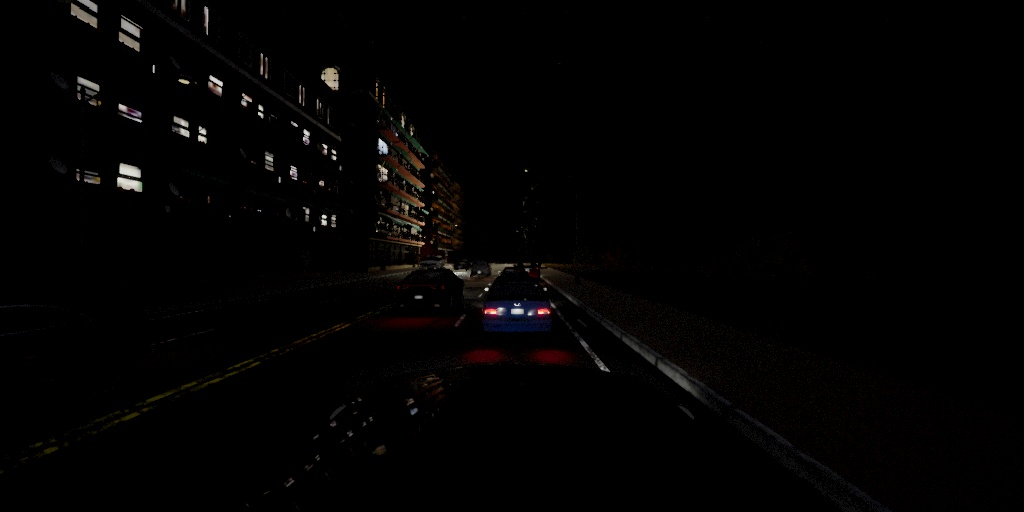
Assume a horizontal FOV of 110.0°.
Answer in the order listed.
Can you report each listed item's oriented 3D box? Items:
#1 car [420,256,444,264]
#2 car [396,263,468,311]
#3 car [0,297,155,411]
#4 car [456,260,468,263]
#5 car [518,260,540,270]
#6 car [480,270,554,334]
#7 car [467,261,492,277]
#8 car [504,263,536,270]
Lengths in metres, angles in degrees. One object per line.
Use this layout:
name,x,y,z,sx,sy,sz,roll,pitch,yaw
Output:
car,-9.770,0.975,43.904,2.150,2.045,5.566,0,0,0
car,-3.128,1.230,14.496,1.882,1.535,5.008,0,0,0
car,-6.598,1.242,3.576,2.128,1.511,4.902,0,0,0
car,-6.514,1.245,46.949,2.128,1.511,4.902,0,0,0
car,1.190,1.105,29.857,2.097,1.767,4.553,0,0,0
car,0.118,1.299,10.589,2.033,1.411,5.357,0,0,0
car,-3.086,1.279,36.153,1.812,1.442,4.674,0,0,0
car,0.129,1.317,20.922,1.994,1.385,4.181,0,0,1
